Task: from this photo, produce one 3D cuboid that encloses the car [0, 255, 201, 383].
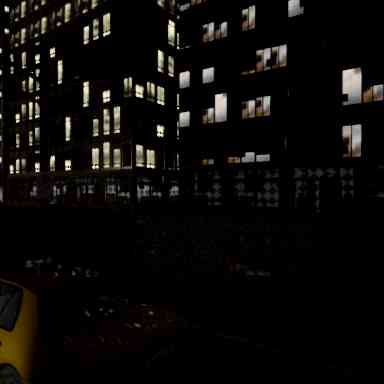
[{"bbox_3d":[-2.189,1.524,4.432,4.829,1.417,1.752,0,0,36],"label":"car"}]
